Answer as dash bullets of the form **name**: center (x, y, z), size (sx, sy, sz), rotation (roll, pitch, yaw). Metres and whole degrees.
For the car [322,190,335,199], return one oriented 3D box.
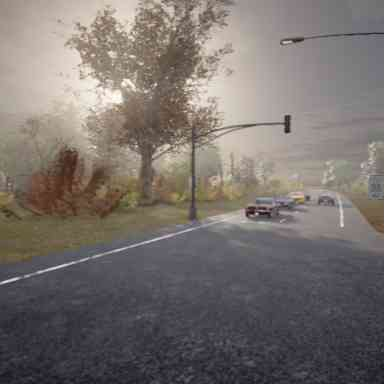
- **car**: center (25.892, 0.429, 62.904), size (2.128, 1.511, 4.902), rotation (1, 1, 23)

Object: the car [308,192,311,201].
- **car**: center (17.539, 0.561, 52.268), size (1.882, 1.535, 5.008), rotation (1, 1, 23)

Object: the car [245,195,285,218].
- **car**: center (5.368, 1.143, 24.830), size (1.895, 1.301, 4.718), rotation (1, 1, 24)

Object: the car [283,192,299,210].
- **car**: center (9.132, 0.966, 33.214), size (1.994, 1.385, 4.181), rotation (1, 1, 24)

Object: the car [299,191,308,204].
- **car**: center (13.374, 0.722, 42.681), size (1.882, 1.535, 5.008), rotation (1, 1, 24)

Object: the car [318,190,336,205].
- **car**: center (16.887, 0.810, 41.749), size (1.812, 1.442, 4.674), rotation (1, 1, 24)
